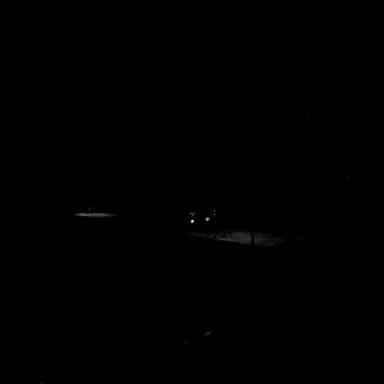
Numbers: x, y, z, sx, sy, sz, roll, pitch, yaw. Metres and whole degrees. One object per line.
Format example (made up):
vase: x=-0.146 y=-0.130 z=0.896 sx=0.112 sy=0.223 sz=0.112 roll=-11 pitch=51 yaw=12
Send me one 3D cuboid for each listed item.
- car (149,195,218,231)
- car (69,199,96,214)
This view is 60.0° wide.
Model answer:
car: x=-0.740 y=1.250 z=21.620 sx=2.150 sy=2.045 sz=5.566 roll=0 pitch=0 yaw=-37
car: x=-12.264 y=1.564 z=37.143 sx=1.837 sy=1.490 sz=4.892 roll=0 pitch=0 yaw=-36
